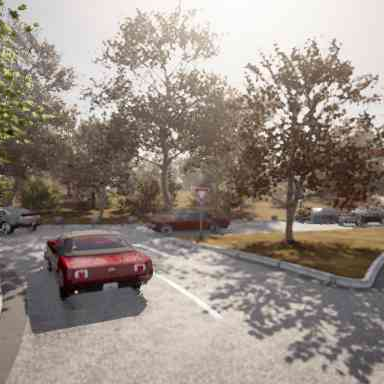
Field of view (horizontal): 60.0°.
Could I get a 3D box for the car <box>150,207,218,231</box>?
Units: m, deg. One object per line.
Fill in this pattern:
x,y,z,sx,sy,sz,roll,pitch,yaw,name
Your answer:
-0.562,1.748,22.528,4.181,1.385,1.994,1,-1,-25,car

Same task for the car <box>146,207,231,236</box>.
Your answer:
-0.246,1.757,19.466,4.718,1.301,1.895,0,-1,-20,car

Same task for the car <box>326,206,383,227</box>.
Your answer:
13.088,1.832,25.535,4.902,1.511,2.128,1,-1,-28,car

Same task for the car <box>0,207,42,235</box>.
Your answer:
-11.357,1.652,20.022,4.902,1.511,2.128,0,0,22,car

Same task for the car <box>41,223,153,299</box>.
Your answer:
-2.716,1.667,8.792,1.895,1.301,4.718,0,0,-28,car

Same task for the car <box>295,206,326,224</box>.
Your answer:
10.749,1.908,27.970,4.181,1.385,1.994,1,-1,-28,car
